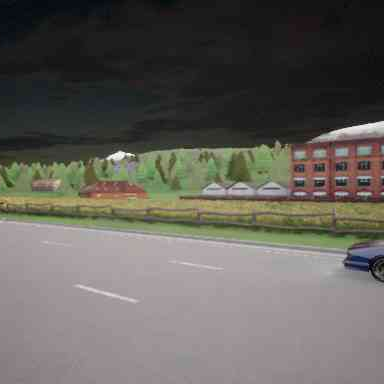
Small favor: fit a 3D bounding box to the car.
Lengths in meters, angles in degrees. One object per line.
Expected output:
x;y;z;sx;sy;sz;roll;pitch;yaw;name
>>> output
6.584;1.544;7.866;5.357;1.411;2.033;0;0;36;car
